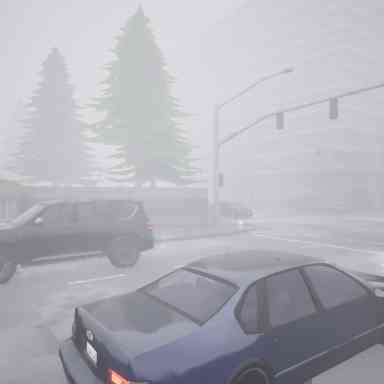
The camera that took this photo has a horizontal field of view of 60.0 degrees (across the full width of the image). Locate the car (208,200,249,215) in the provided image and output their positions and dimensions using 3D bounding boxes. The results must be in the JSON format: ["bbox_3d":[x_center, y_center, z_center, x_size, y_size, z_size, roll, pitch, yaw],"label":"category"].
[{"bbox_3d":[3.810,1.622,35.090,1.994,1.385,4.181,0,0,-35],"label":"car"}]

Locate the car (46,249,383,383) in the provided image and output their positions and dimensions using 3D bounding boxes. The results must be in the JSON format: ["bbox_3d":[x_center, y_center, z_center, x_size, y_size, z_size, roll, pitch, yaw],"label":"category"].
[{"bbox_3d":[1.109,1.548,4.572,5.357,1.411,2.033,0,0,-35],"label":"car"}]

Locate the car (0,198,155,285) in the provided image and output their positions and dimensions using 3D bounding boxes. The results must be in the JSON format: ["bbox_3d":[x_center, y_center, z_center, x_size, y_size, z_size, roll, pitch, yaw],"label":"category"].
[{"bbox_3d":[-3.790,1.221,9.751,5.566,2.045,2.150,0,0,-34],"label":"car"}]

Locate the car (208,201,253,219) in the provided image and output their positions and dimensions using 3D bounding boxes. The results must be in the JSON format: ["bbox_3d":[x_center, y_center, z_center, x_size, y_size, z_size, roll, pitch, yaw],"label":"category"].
[{"bbox_3d":[3.325,1.562,29.686,1.837,1.490,4.892,0,0,-35],"label":"car"}]
